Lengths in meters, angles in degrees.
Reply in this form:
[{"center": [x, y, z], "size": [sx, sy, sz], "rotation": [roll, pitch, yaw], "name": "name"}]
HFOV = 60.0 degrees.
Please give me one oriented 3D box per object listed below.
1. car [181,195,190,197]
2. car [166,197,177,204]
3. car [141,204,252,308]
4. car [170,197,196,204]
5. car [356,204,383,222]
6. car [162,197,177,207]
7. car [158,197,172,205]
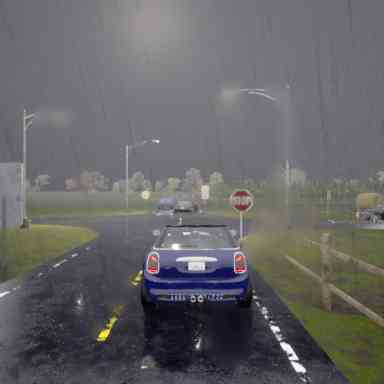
[{"center": [-1.603, 1.453, 82.375], "size": [2.128, 1.511, 4.902], "rotation": [0, 0, -2], "name": "car"}, {"center": [-3.743, 1.558, 62.607], "size": [1.895, 1.301, 4.718], "rotation": [0, 0, -1], "name": "car"}, {"center": [0.074, 1.350, 8.090], "size": [2.097, 1.767, 4.553], "rotation": [0, 0, 0], "name": "car"}, {"center": [-0.608, 1.549, 35.259], "size": [1.994, 1.385, 4.181], "rotation": [0, 0, 11], "name": "car"}, {"center": [14.666, 1.487, 24.253], "size": [4.902, 1.511, 2.128], "rotation": [0, 0, 9], "name": "car"}, {"center": [-3.500, 1.516, 52.498], "size": [2.033, 1.411, 5.357], "rotation": [0, 0, -1], "name": "car"}, {"center": [-3.280, 1.457, 42.540], "size": [1.882, 1.535, 5.008], "rotation": [0, 0, -1], "name": "car"}]
